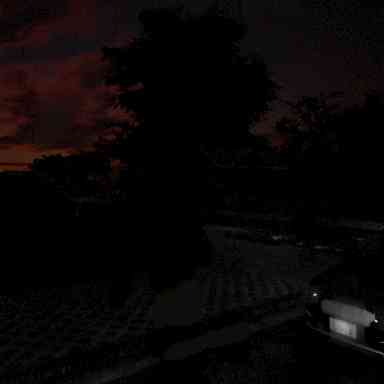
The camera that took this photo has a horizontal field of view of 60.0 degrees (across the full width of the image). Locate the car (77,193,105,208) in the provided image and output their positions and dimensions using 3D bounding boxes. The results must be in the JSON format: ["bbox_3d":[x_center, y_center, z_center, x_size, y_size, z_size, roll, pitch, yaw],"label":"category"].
[{"bbox_3d":[-12.461,1.251,39.938,1.812,1.442,4.674,-1,1,-34],"label":"car"}]

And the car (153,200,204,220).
[{"bbox_3d":[-1.099,1.345,23.467,2.128,1.511,4.902,-1,1,-35],"label":"car"}]

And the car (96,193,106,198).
[{"bbox_3d":[-25.096,1.007,90.535,2.097,1.767,4.553,-1,0,5],"label":"car"}]

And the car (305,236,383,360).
[{"bbox_3d":[3.965,1.509,5.764,4.902,1.511,2.128,0,0,-35],"label":"car"}]
